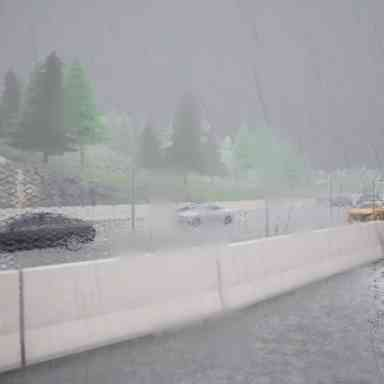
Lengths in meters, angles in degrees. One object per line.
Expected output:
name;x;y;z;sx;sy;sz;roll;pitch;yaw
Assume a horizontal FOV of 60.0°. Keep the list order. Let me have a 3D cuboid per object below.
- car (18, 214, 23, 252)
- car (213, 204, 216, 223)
car;-6.115;1.550;12.590;4.892;1.490;1.837;0;0;-37
car;0.933;1.538;22.565;4.674;1.442;1.812;0;0;-40
